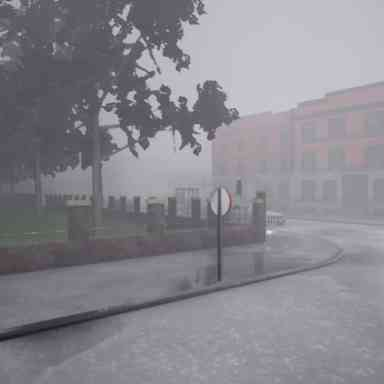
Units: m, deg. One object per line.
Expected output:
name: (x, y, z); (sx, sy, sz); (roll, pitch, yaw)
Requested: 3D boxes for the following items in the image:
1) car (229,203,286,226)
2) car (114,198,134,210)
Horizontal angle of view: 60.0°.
car: (4.158, 1.510, 22.551); (1.812, 1.442, 4.674); (0, 0, -36)
car: (-8.114, 1.488, 39.753); (1.837, 1.490, 4.892); (0, 0, -35)
